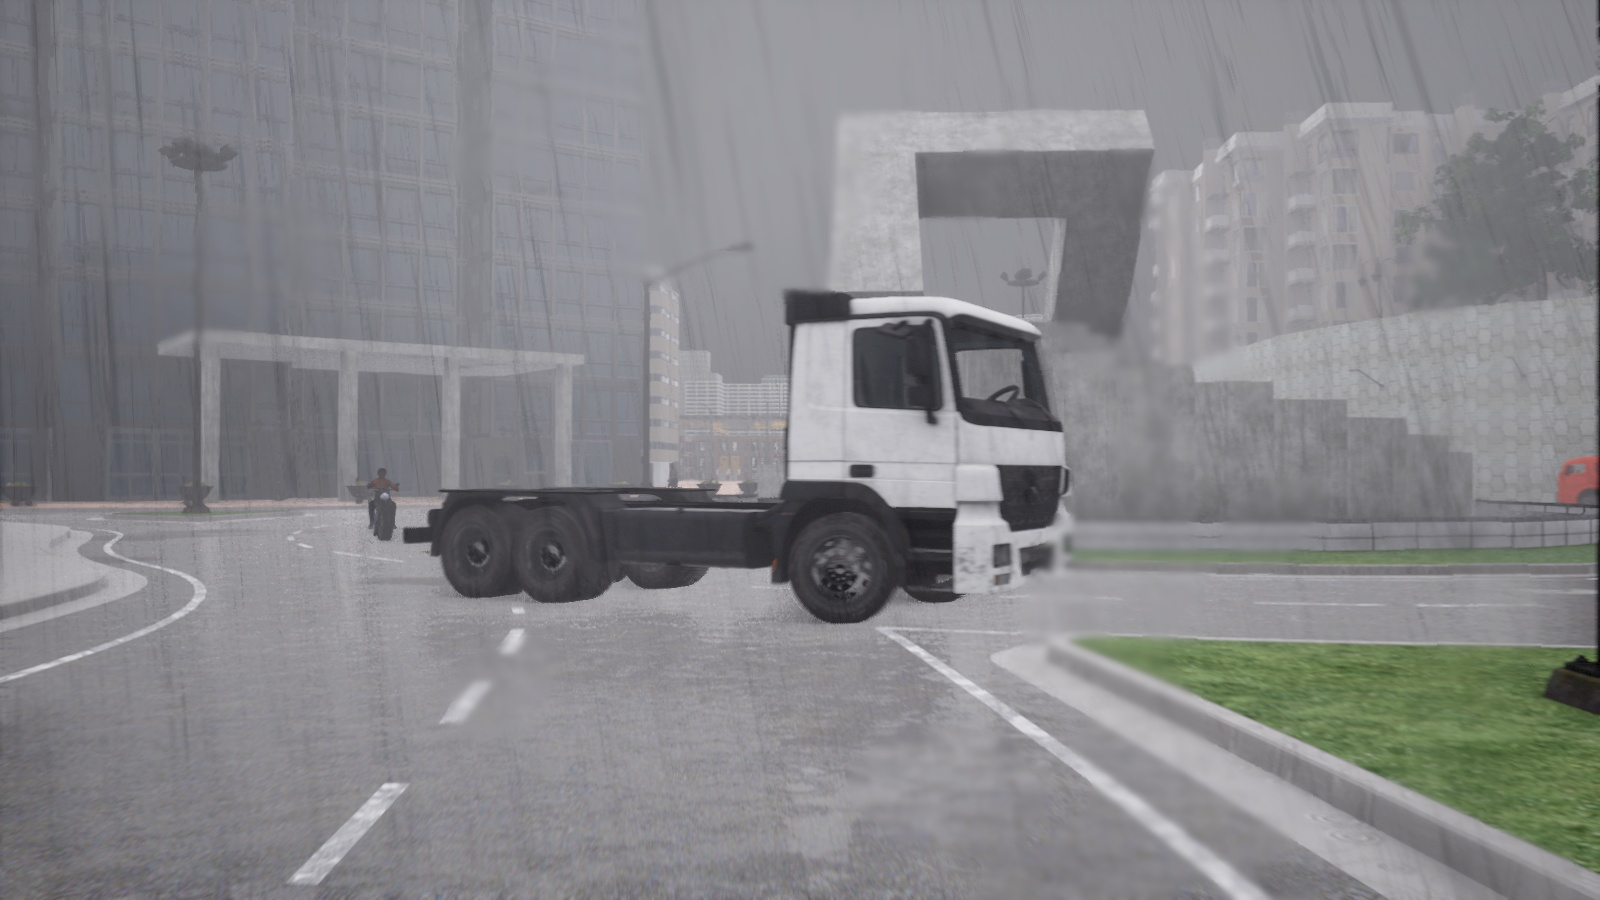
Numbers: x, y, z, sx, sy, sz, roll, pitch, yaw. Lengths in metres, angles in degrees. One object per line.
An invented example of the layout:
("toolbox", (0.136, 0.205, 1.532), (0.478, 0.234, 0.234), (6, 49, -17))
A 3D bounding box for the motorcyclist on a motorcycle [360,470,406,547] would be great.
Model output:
("motorcyclist on a motorcycle", (-9.407, 1.282, 28.264), (0.766, 1.649, 2.350), (1, -1, -23))

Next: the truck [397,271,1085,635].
("truck", (-0.903, 0.090, 15.143), (7.936, 3.462, 2.891), (-1, -1, 29))

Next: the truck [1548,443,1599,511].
("truck", (30.690, 0.959, 46.194), (5.204, 2.467, 2.627), (-1, -1, 36))

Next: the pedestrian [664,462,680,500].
("pedestrian", (-6.287, 1.531, 61.667), (0.694, 1.848, 0.540), (0, -1, -16))
